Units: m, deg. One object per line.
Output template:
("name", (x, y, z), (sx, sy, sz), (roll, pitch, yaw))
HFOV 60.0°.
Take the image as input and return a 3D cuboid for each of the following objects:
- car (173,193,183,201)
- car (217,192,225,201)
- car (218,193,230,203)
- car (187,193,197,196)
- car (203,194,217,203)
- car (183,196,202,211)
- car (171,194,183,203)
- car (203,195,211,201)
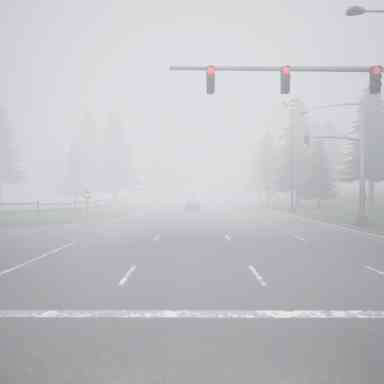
("car", (-3.410, 1.188, 80.755), (2.097, 1.767, 4.553), (0, 0, 0))
("car", (7.090, 1.058, 80.803), (2.150, 2.045, 5.566), (0, 0, 0))
("car", (7.079, 1.517, 70.770), (1.812, 1.442, 4.674), (0, 0, 0))
("car", (0.079, 1.545, 70.778), (1.994, 1.385, 4.181), (0, 0, 0))
("car", (3.578, 1.517, 70.357), (2.128, 1.511, 4.902), (0, 0, 0))
("car", (0.044, 1.526, 39.748), (1.812, 1.442, 4.674), (0, 0, 0))
("car", (-3.422, 1.531, 70.365), (2.033, 1.411, 5.357), (0, 0, 0))
("car", (3.590, 1.428, 80.807), (1.895, 1.301, 4.718), (0, 0, 0))
